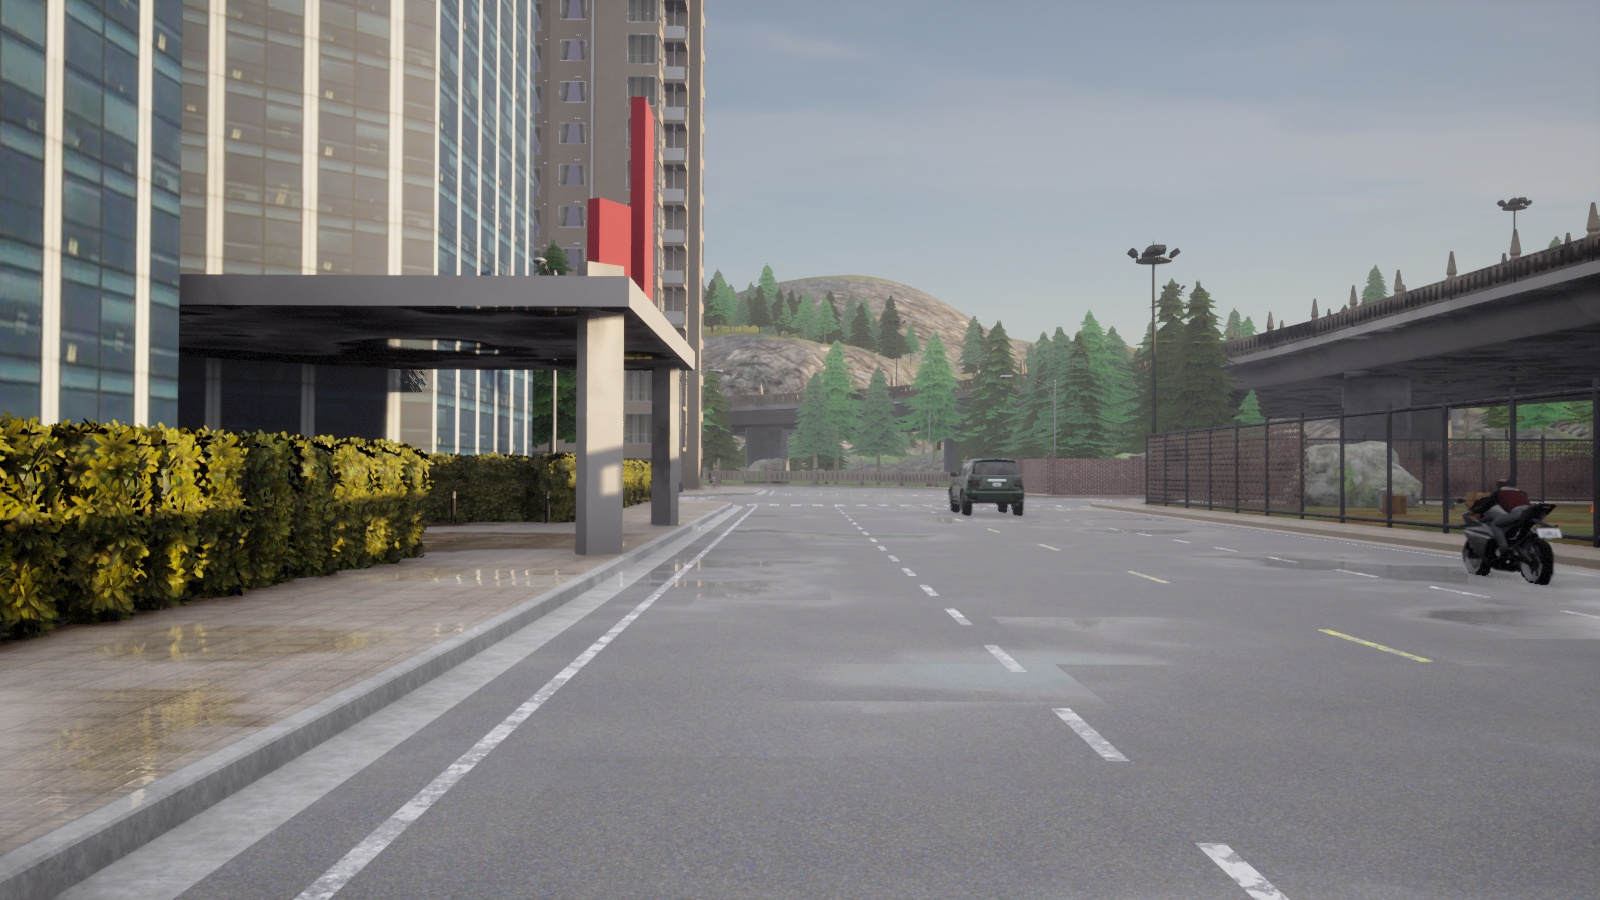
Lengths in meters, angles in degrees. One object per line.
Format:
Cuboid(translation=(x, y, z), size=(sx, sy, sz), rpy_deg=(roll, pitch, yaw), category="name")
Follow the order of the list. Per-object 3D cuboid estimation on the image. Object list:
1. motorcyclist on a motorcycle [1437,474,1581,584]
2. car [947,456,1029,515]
Cuboid(translation=(10.450, 1.120, 18.617), size=(0.866, 1.530, 2.191), rpy_deg=(0, -1, 0), category="motorcyclist on a motorcycle")
Cuboid(translation=(6.875, 1.285, 46.512), size=(2.150, 2.045, 5.566), rpy_deg=(0, -1, 0), category="car")
